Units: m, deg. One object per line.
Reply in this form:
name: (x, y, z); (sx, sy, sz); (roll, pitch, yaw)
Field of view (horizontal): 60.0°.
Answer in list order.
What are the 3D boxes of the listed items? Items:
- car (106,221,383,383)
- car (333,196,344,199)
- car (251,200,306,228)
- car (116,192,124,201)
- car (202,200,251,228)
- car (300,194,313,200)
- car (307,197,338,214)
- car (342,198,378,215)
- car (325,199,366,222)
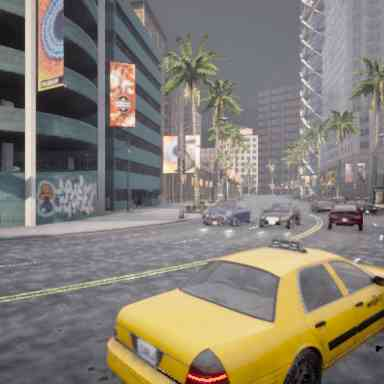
car: (1.516, 1.453, 4.763); (5.366, 1.575, 1.801); (0, 0, -41)
car: (24.054, 1.449, 54.816); (2.231, 1.521, 4.892); (0, 0, 10)
car: (5.742, 1.478, 21.144); (2.128, 1.511, 4.902); (0, 0, 29)
car: (-11.626, 0.978, 53.577); (2.435, 2.045, 5.566); (0, 0, 10)
car: (2.470, 1.334, 22.462); (2.097, 1.767, 4.553); (0, 0, 28)
car: (29.243, 1.301, 83.729); (2.185, 1.767, 4.553); (0, 0, 10)
car: (13.964, 1.543, 35.548); (1.994, 1.385, 4.181); (0, 0, 11)
car: (17.256, 1.582, 34.111); (1.895, 1.301, 4.718); (0, 0, 11)
car: (9.918, 1.465, 21.520); (1.882, 1.535, 5.008); (0, 0, 25)
